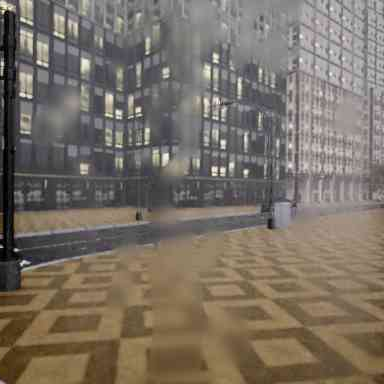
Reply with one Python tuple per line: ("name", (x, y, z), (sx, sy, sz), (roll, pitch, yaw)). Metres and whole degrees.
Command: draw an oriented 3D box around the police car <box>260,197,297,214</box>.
("police car", (8.511, 1.353, 32.873), (1.930, 1.638, 5.238), (1, 1, 42))
